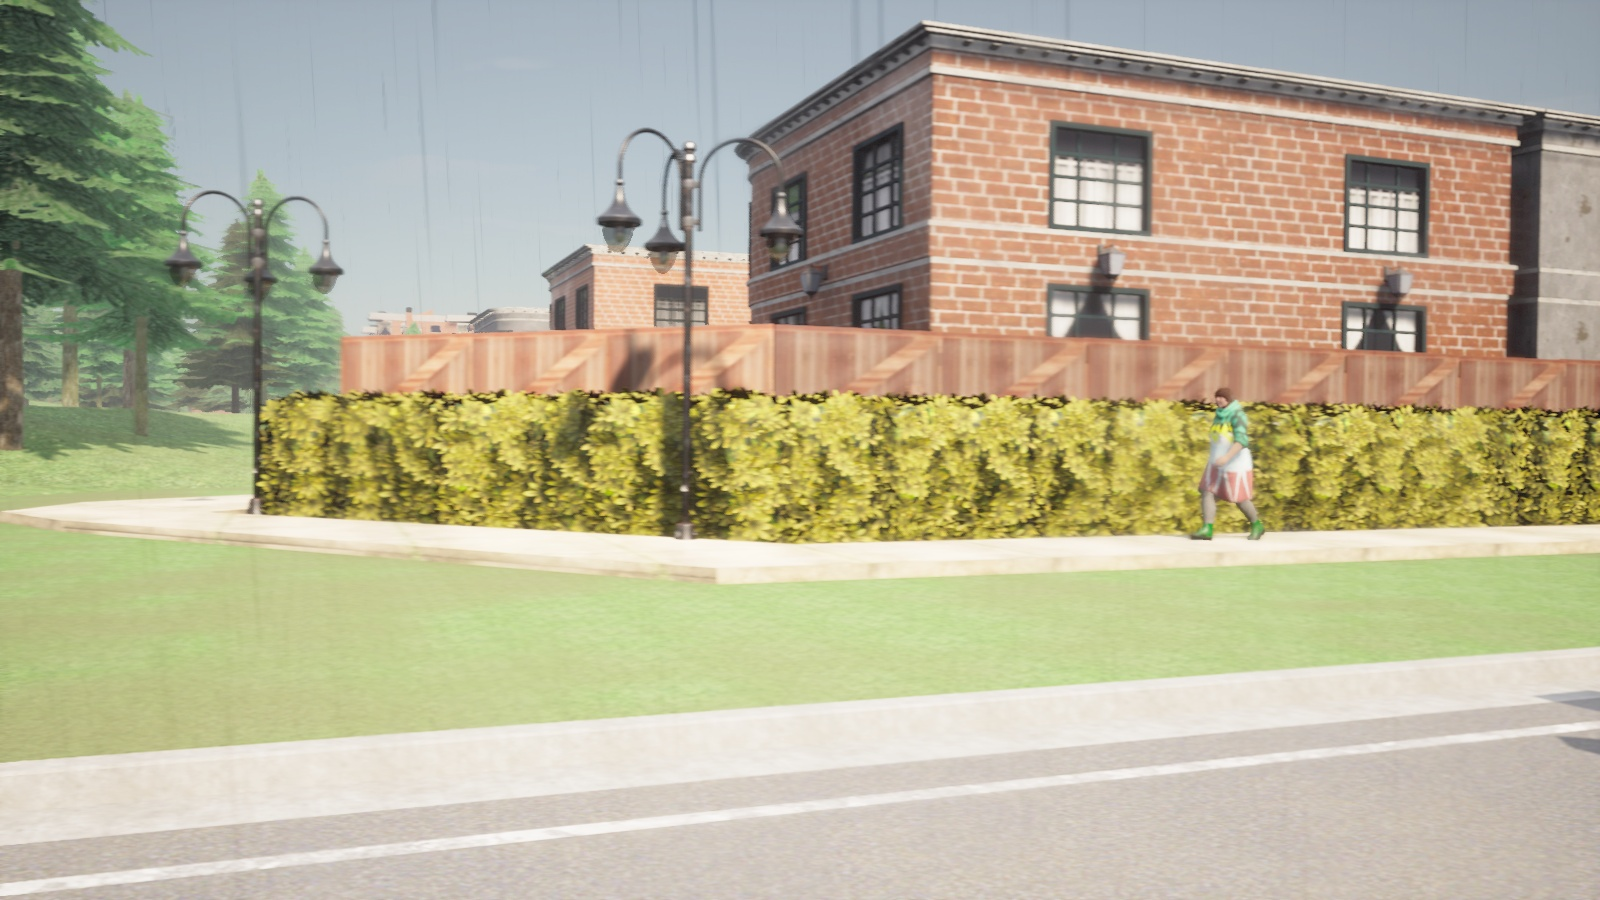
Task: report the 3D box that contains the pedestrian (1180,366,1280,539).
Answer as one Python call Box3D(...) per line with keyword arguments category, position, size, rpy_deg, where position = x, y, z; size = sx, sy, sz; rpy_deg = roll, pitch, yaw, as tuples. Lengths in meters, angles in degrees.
Box3D(category="pedestrian", position=(5.013, 0.014, 14.647), size=(0.873, 1.952, 0.659), rpy_deg=(-1, 1, -21))
